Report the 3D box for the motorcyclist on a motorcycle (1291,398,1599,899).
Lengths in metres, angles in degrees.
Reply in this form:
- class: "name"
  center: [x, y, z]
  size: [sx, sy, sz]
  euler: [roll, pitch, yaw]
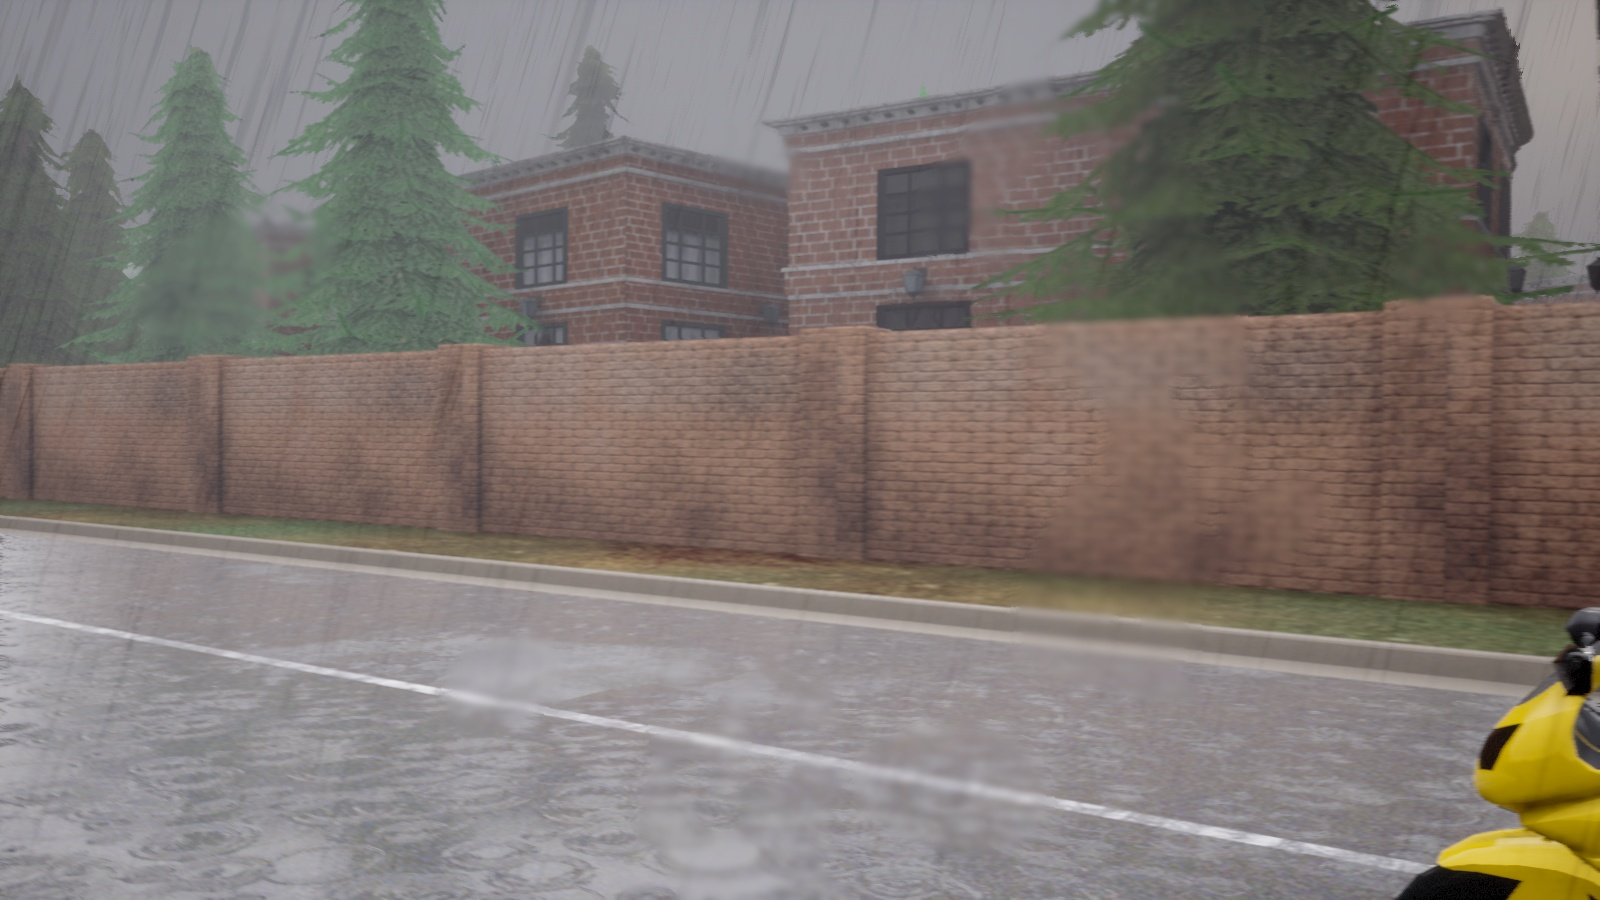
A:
- class: "motorcyclist on a motorcycle"
  center: [2.051, 0.664, 2.261]
  size: [2.044, 1.523, 0.797]
  euler: [0, 1, 34]
